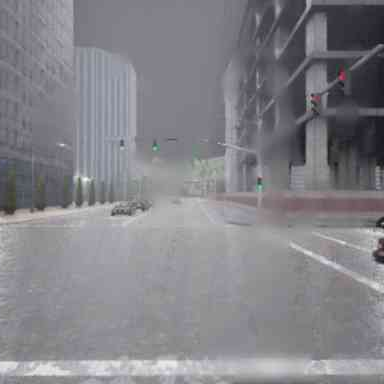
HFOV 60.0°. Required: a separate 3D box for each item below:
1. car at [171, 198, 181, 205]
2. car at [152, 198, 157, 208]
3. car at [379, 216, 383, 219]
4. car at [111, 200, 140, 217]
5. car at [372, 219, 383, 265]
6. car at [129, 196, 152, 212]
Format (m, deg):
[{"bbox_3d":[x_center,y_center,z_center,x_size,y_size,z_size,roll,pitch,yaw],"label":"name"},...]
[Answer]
[{"bbox_3d":[-3.473,2.026,71.825,2.033,1.411,5.357,0,0,0],"label":"car"},{"bbox_3d":[-6.989,1.717,53.930,2.097,1.767,4.553,0,0,0],"label":"car"},{"bbox_3d":[13.051,1.639,19.275,4.181,1.385,1.994,0,0,0],"label":"car"},{"bbox_3d":[-7.083,1.800,34.789,1.994,1.385,4.181,0,0,0],"label":"car"},{"bbox_3d":[7.716,1.549,8.677,5.357,1.411,2.033,0,-1,-2],"label":"car"},{"bbox_3d":[-7.060,1.520,44.110,2.150,2.045,5.566,0,0,1],"label":"car"}]
